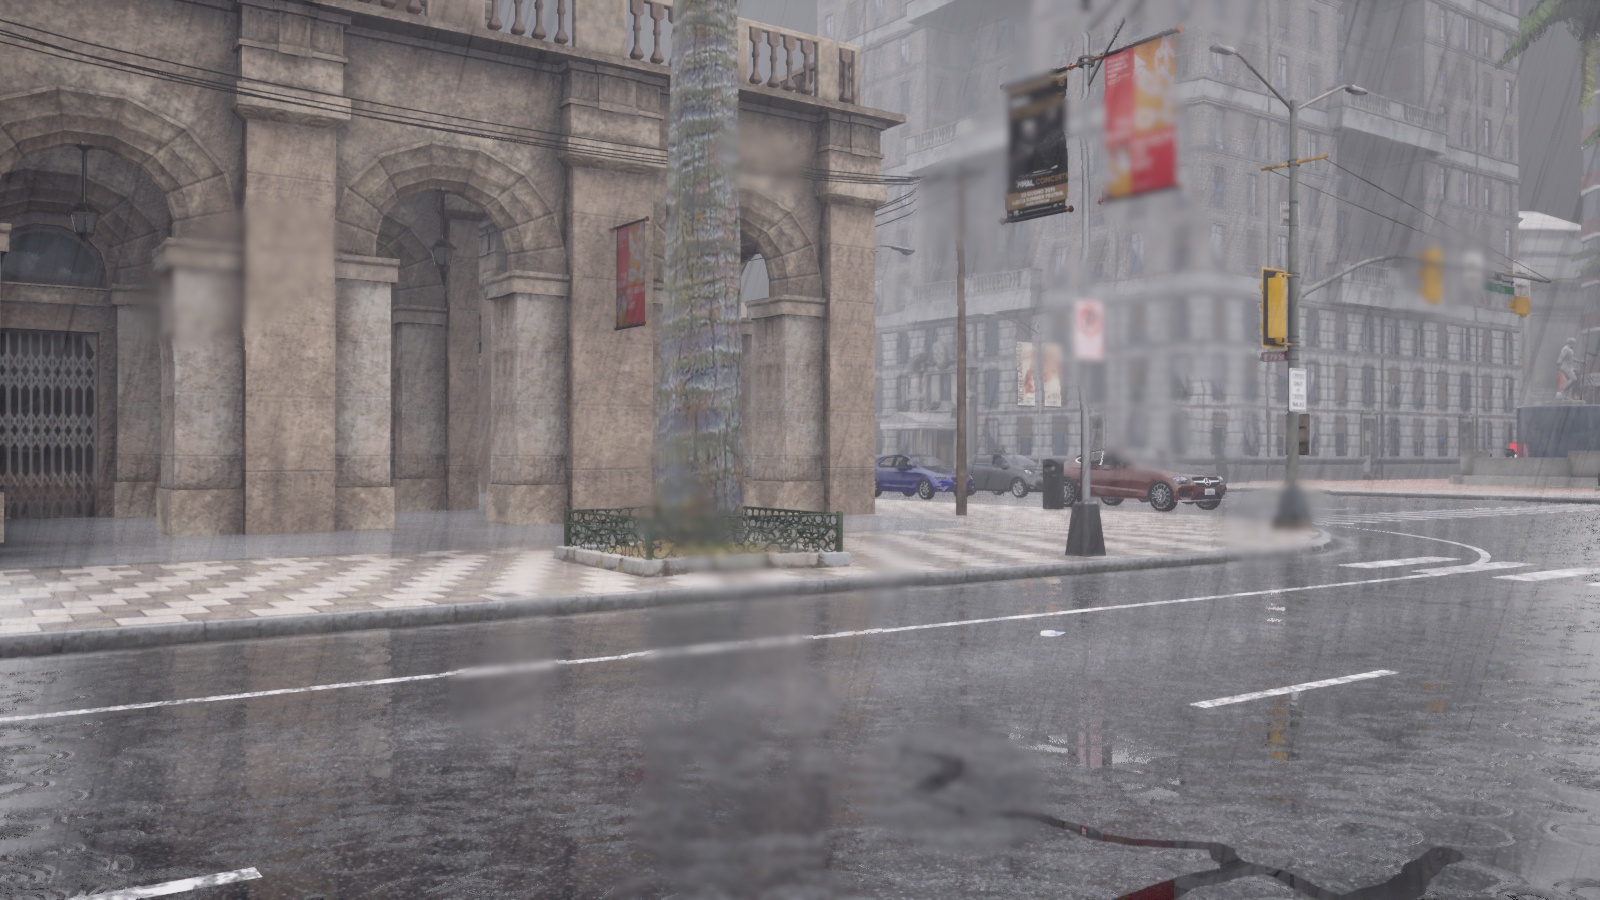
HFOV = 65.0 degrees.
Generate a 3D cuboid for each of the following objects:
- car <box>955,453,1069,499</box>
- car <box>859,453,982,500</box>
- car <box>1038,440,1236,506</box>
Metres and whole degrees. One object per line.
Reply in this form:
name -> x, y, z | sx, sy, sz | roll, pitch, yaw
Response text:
car -> 7.234, 0.849, 43.140 | 1.845, 1.501, 3.633 | 0, 0, -35
car -> 3.948, 0.852, 41.834 | 1.816, 1.474, 4.193 | 0, 0, -34
car -> 9.144, 0.588, 34.468 | 2.152, 1.651, 5.027 | 0, 0, -35
